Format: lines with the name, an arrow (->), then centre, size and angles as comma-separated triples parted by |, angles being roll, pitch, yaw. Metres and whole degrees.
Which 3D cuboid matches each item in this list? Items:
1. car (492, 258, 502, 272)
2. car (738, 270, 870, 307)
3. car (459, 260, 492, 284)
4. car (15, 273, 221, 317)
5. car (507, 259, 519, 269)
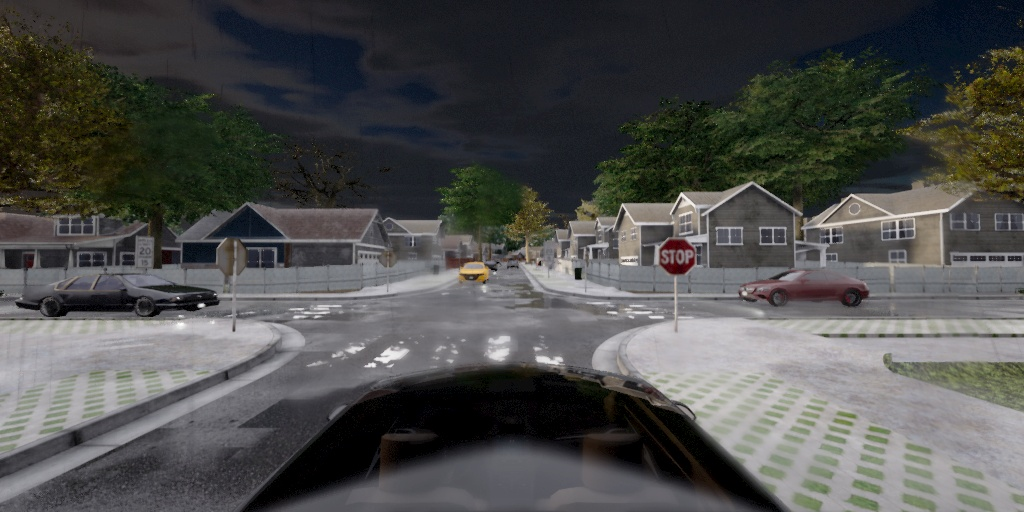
car -> -2.732, 1.286, 45.232 | 2.033, 1.411, 5.357 | 0, 0, 0
car -> 11.976, 1.291, 14.851 | 4.674, 1.442, 1.812 | 0, -2, 1
car -> -2.785, 1.219, 27.060 | 1.882, 1.535, 5.008 | 0, 0, 0
car -> -13.147, 1.284, 12.139 | 5.357, 1.411, 2.033 | 0, -2, 0
car -> 0.131, 1.288, 55.675 | 2.033, 1.411, 5.357 | 0, 0, 0
